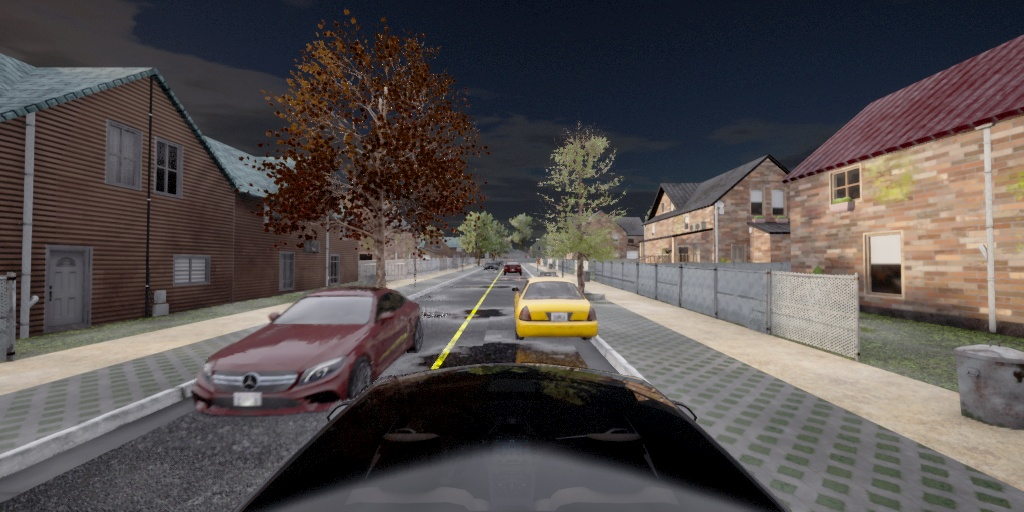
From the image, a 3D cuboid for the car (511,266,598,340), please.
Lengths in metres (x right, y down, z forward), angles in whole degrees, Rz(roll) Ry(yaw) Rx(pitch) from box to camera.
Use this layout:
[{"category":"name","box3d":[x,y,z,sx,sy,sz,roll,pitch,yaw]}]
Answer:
[{"category":"car","box3d":[0.964,1.210,9.873,1.801,1.575,5.366,0,0,0]}]

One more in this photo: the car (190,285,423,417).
[{"category":"car","box3d":[-2.836,1.278,6.168,1.812,1.442,4.674,0,0,0]}]

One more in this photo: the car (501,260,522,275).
[{"category":"car","box3d":[0.089,1.254,38.814,1.882,1.535,5.008,0,0,0]}]

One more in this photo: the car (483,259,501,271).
[{"category":"car","box3d":[-2.833,1.353,49.216,1.994,1.385,4.181,0,0,0]}]
